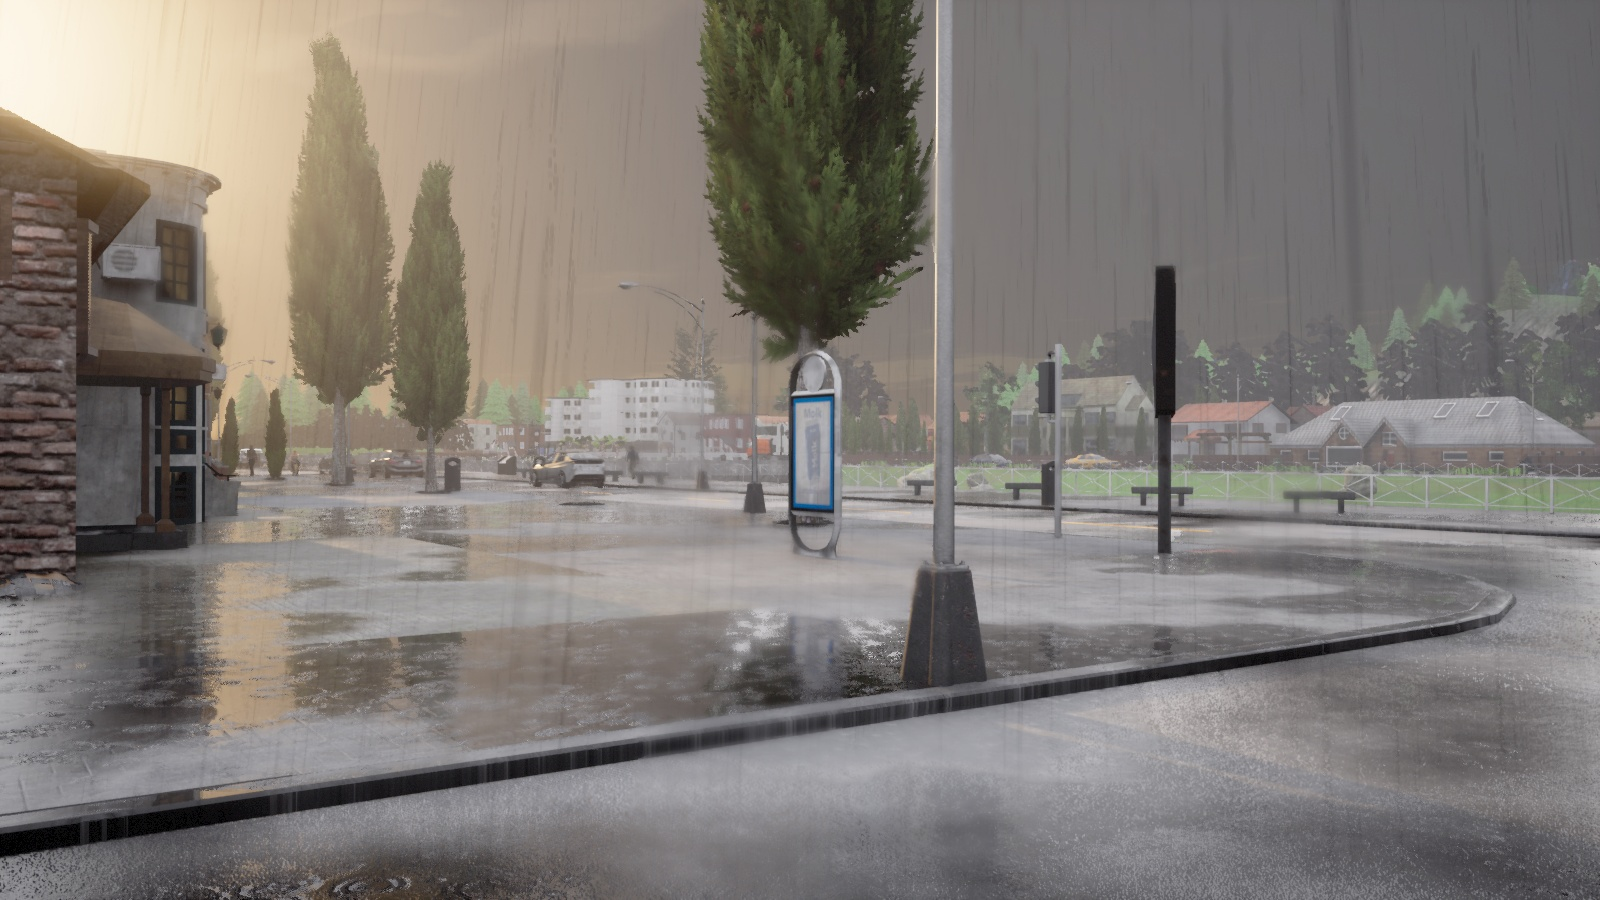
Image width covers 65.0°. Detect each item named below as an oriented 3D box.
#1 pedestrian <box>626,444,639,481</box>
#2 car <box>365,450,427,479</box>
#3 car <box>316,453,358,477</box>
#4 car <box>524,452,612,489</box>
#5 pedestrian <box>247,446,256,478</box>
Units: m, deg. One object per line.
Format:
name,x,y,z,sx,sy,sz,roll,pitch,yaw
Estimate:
pedestrian,-8.478,0.628,63.633,0.370,1.835,0.726,0,0,-30
car,-23.734,0.820,73.606,2.242,1.667,4.611,0,0,-35
car,-31.083,0.996,84.296,1.789,1.549,3.705,0,0,-34
car,-9.927,0.844,53.519,2.007,1.525,4.514,0,0,-34
pedestrian,-31.460,0.698,72.011,0.331,1.846,0.634,0,0,-6
